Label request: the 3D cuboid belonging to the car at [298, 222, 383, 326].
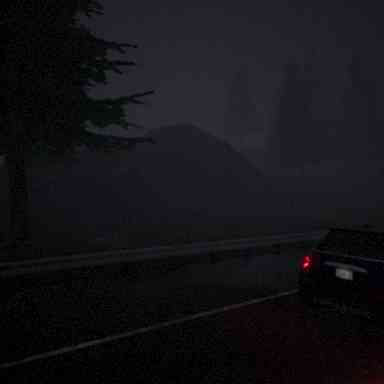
[{"bbox_3d":[4.259,1.384,6.672,4.553,1.767,2.097,0,0,-34],"label":"car"}]
